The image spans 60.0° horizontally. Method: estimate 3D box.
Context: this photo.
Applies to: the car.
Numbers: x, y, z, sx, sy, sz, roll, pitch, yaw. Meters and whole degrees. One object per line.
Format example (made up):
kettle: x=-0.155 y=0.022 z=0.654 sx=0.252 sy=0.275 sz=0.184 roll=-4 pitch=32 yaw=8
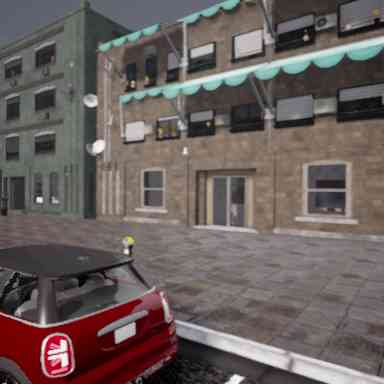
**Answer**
car: x=-2.250 y=1.437 z=4.477 sx=4.097 sy=1.590 sz=1.967 roll=0 pitch=1 yaw=36
